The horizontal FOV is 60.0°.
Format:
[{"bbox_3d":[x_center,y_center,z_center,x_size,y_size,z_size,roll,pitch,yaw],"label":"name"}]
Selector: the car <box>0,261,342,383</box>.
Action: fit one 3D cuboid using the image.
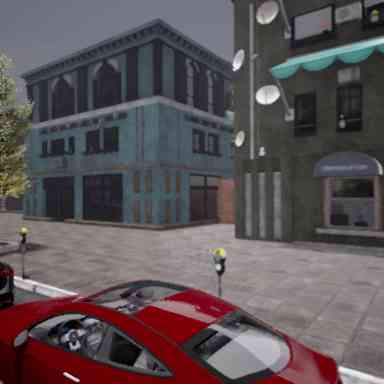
[{"bbox_3d":[-0.682,1.596,3.363,4.206,1.307,1.802,0,0,36],"label":"car"}]
